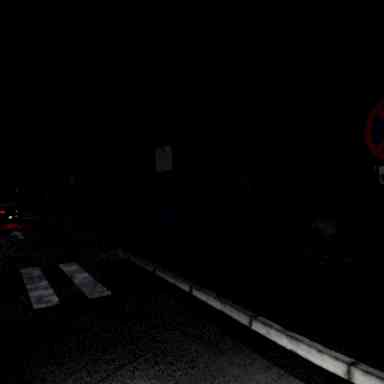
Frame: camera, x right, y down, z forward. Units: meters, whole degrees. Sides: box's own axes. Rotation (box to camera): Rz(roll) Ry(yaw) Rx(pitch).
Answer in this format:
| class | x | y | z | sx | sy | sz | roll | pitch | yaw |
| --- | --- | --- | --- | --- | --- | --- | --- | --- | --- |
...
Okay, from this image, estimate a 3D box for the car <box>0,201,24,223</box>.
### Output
| class | x | y | z | sx | sy | sz | roll | pitch | yaw |
| --- | --- | --- | --- | --- | --- | --- | --- | --- | --- |
| car | -15.111 | 1.709 | 27.490 | 1.837 | 1.490 | 4.892 | -2 | 0 | -32 |
